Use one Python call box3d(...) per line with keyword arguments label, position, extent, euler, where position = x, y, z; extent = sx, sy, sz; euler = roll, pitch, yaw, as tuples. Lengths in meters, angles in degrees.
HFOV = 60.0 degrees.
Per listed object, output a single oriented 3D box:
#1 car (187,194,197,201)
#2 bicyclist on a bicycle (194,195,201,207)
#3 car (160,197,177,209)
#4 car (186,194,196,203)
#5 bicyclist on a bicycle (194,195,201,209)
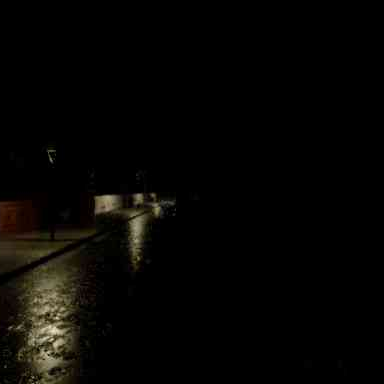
box3d(label="car", position=(-0.039, 1.215, 75.867), extent=(2.128, 1.511, 4.902), euler=(0, 0, 0))
box3d(label="bicyclist on a bicycle", position=(0.737, 1.232, 45.281), extent=(0.866, 1.612, 1.509), euler=(0, 0, 0))
box3d(label="car", position=(-2.862, 1.335, 41.395), extent=(1.812, 1.442, 4.674), euler=(0, 0, 0))
box3d(label="car", position=(-0.013, 1.267, 60.385), extent=(1.812, 1.442, 4.674), euler=(0, 0, 1))
box3d(label="bicyclist on a bicycle", position=(0.737, 1.282, 36.273), extent=(0.582, 1.620, 1.656), euler=(0, 0, 0))
